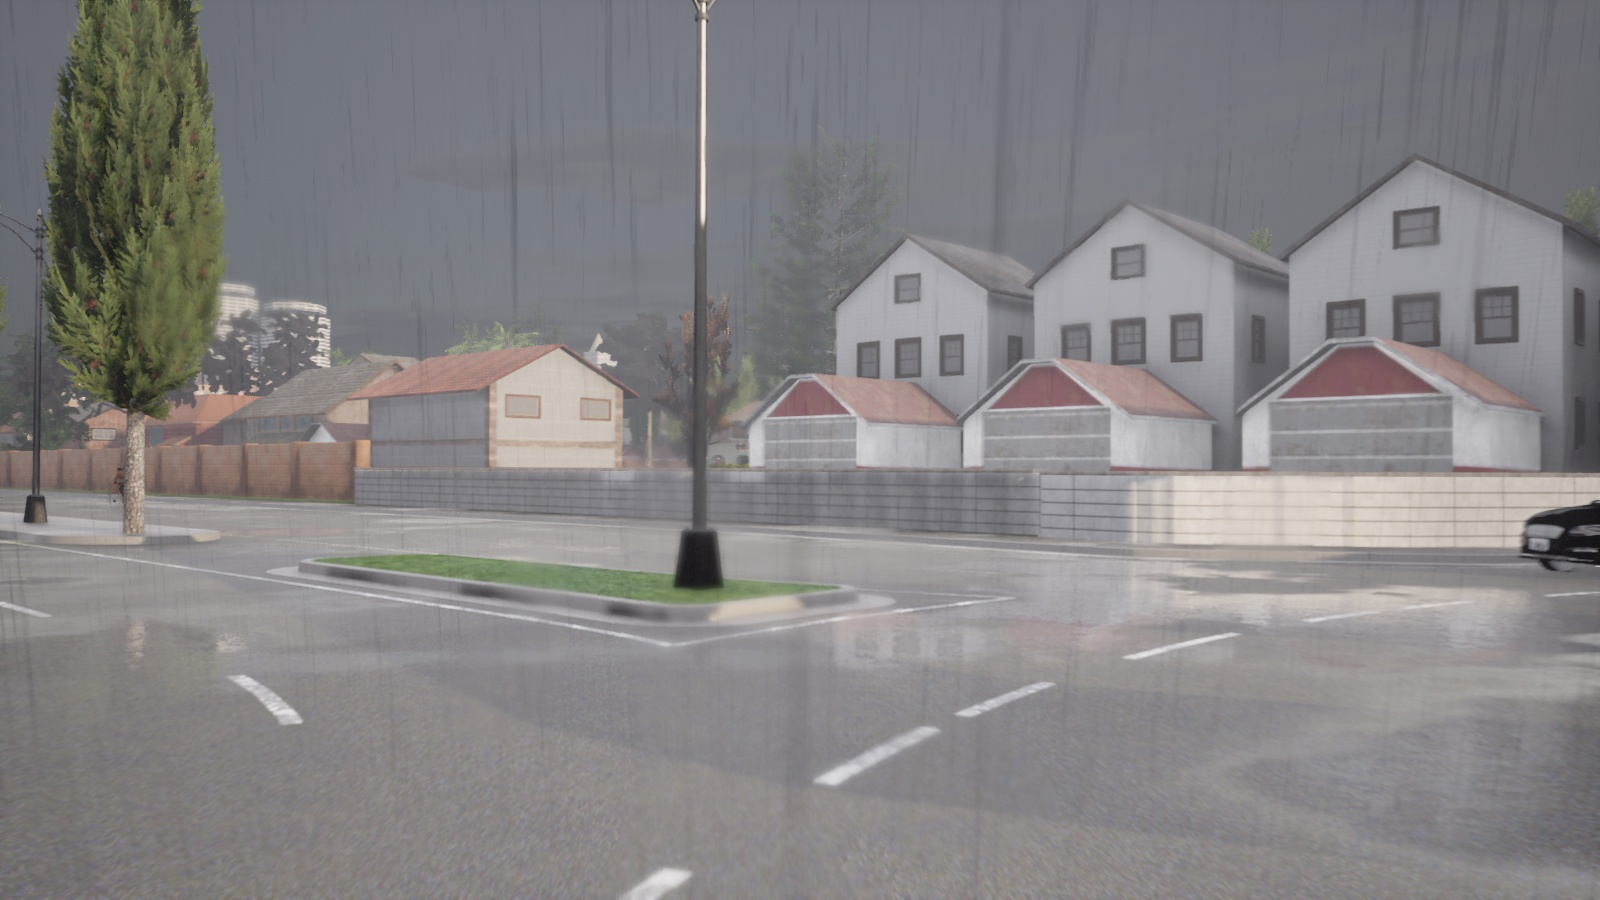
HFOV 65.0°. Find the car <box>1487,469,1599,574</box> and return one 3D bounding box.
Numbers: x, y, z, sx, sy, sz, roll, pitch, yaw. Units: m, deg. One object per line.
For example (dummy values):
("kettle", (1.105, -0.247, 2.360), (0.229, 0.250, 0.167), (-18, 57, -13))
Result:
("car", (13.620, 1.039, 19.460), (4.902, 1.511, 2.128), (0, -1, -8))

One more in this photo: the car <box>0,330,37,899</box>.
("car", (-3.436, 0.574, 1.571), (2.150, 2.045, 5.566), (0, -1, -7))
